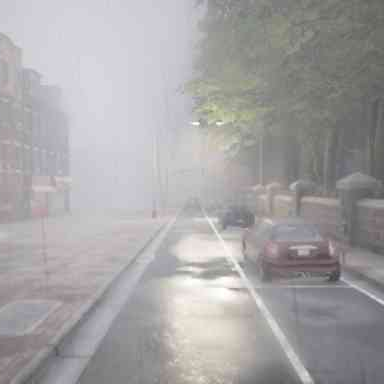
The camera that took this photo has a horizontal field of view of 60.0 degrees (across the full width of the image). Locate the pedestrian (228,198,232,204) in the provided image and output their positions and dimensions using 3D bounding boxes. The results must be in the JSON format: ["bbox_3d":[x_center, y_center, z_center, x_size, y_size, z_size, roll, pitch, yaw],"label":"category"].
[{"bbox_3d":[2.754,1.313,24.426,0.375,1.860,0.375,-1,1,0],"label":"pedestrian"}]

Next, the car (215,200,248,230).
[{"bbox_3d":[2.753,1.492,21.439,1.882,1.535,5.008,0,0,0],"label":"car"}]

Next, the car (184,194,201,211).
[{"bbox_3d":[0.070,1.419,42.535,2.097,1.767,4.553,0,0,0],"label":"car"}]

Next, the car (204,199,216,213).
[{"bbox_3d":[2.627,1.600,36.996,2.008,1.369,4.403,-1,0,0],"label":"car"}]

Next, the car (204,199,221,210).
[{"bbox_3d":[2.655,1.622,44.132,2.008,1.369,4.403,-1,0,0],"label":"car"}]

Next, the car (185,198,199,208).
[{"bbox_3d":[0.014,1.654,51.969,2.033,1.411,5.357,0,-1,0],"label":"car"}]

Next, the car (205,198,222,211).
[{"bbox_3d":[2.679,1.590,42.158,1.752,1.417,4.829,-1,0,0],"label":"car"}]

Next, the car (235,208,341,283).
[{"bbox_3d":[2.622,1.442,9.745,1.967,1.590,4.097,-1,0,0],"label":"car"}]
